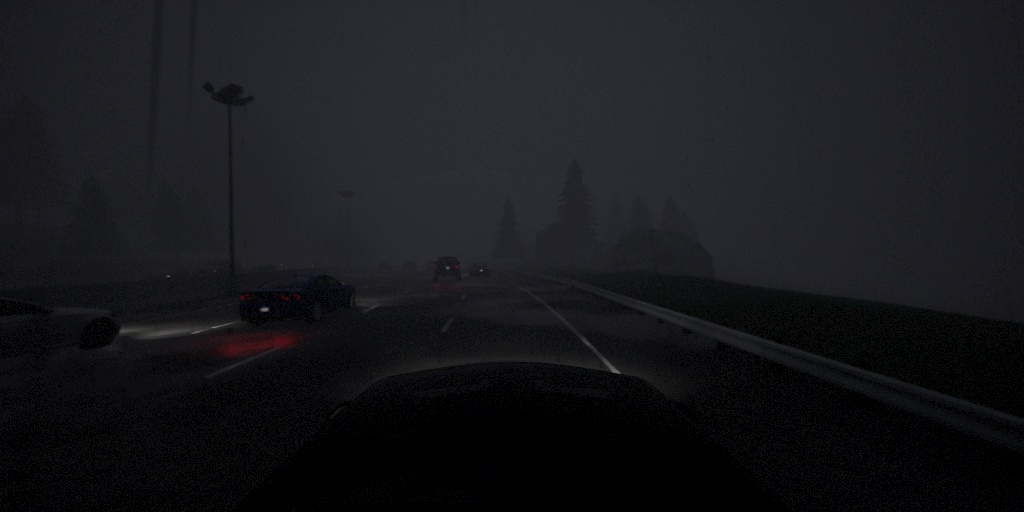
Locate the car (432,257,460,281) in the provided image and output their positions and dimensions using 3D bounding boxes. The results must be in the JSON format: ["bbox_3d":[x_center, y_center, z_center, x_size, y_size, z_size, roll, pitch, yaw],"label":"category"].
[{"bbox_3d":[-5.791,1.073,31.885,2.150,2.045,5.566,0,0,-12],"label":"car"}]

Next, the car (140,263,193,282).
[{"bbox_3d":[-36.404,1.691,37.982,2.097,1.767,4.553,-1,0,-15],"label":"car"}]

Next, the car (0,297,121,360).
[{"bbox_3d":[-10.370,1.442,6.717,1.812,1.442,4.674,0,0,-2],"label":"car"}]

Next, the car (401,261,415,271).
[{"bbox_3d":[-16.813,1.539,57.947,1.837,1.490,4.892,1,-1,-22],"label":"car"}]

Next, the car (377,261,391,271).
[{"bbox_3d":[-21.280,1.611,59.794,1.837,1.490,4.892,1,-1,-23],"label":"car"}]

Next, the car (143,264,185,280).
[{"bbox_3d":[-31.679,1.788,33.663,1.812,1.442,4.674,-1,0,-13],"label":"car"}]

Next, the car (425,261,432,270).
[{"bbox_3d":[-12.464,1.470,56.182,1.837,1.490,4.892,1,-1,-20],"label":"car"}]

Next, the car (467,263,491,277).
[{"bbox_3d":[-3.424,1.379,36.731,1.994,1.385,4.181,-1,0,-13],"label":"car"}]

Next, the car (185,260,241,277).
[{"bbox_3d":[-28.333,1.432,34.747,2.150,2.045,5.566,-1,0,-13],"label":"car"}]

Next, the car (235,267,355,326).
[{"bbox_3d":[-7.100,1.344,12.475,1.882,1.535,5.008,0,0,-4],"label":"car"}]

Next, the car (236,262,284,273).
[{"bbox_3d":[-25.021,1.662,35.867,1.837,1.490,4.892,-1,0,-13],"label":"car"}]
